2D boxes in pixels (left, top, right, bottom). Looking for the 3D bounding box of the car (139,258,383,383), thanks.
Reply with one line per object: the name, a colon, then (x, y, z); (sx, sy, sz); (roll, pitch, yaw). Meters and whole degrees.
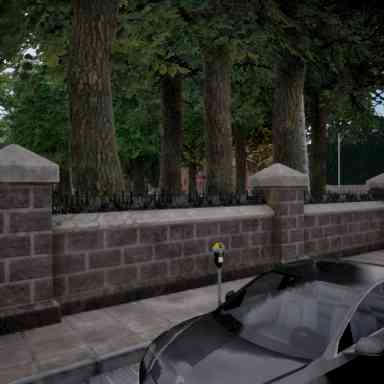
car: (1.505, 1.565, 3.894); (4.313, 1.339, 1.947); (0, -1, -36)
